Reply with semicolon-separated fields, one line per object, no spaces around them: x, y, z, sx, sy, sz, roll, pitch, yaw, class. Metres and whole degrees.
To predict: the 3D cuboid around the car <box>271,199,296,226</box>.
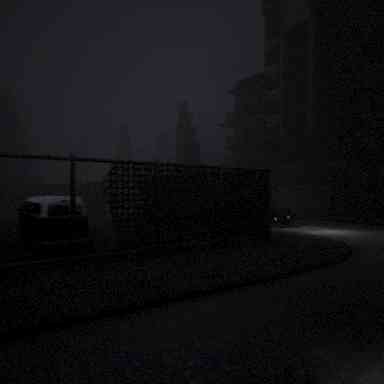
4.414;1.209;22.987;2.150;2.045;5.566;0;0;-36;car

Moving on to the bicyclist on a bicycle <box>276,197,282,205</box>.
8.283;1.334;32.015;1.656;1.620;0.582;0;0;-36;bicyclist on a bicycle
